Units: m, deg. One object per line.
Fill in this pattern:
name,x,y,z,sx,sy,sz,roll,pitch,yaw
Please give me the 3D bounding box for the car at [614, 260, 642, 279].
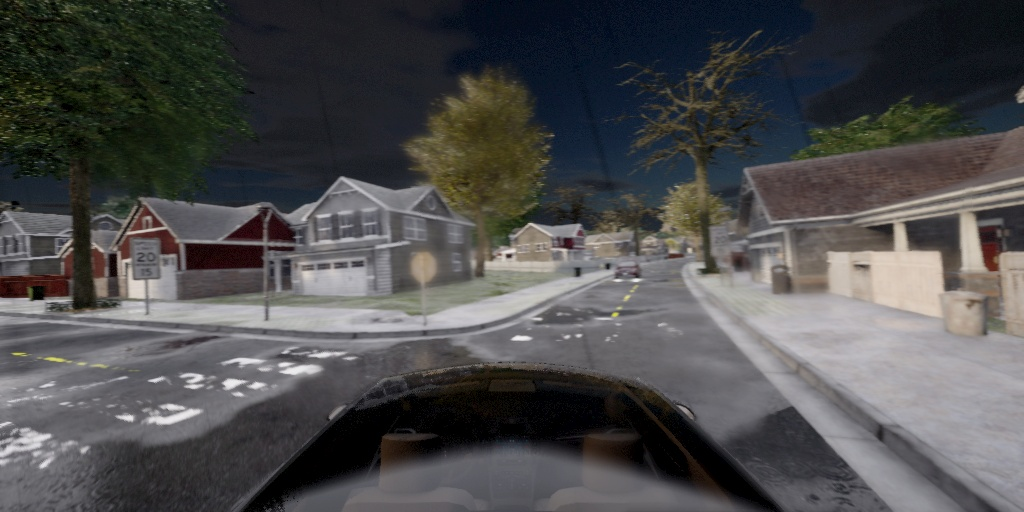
car,9.897,1.110,30.515,1.812,1.442,4.674,-4,-1,24
